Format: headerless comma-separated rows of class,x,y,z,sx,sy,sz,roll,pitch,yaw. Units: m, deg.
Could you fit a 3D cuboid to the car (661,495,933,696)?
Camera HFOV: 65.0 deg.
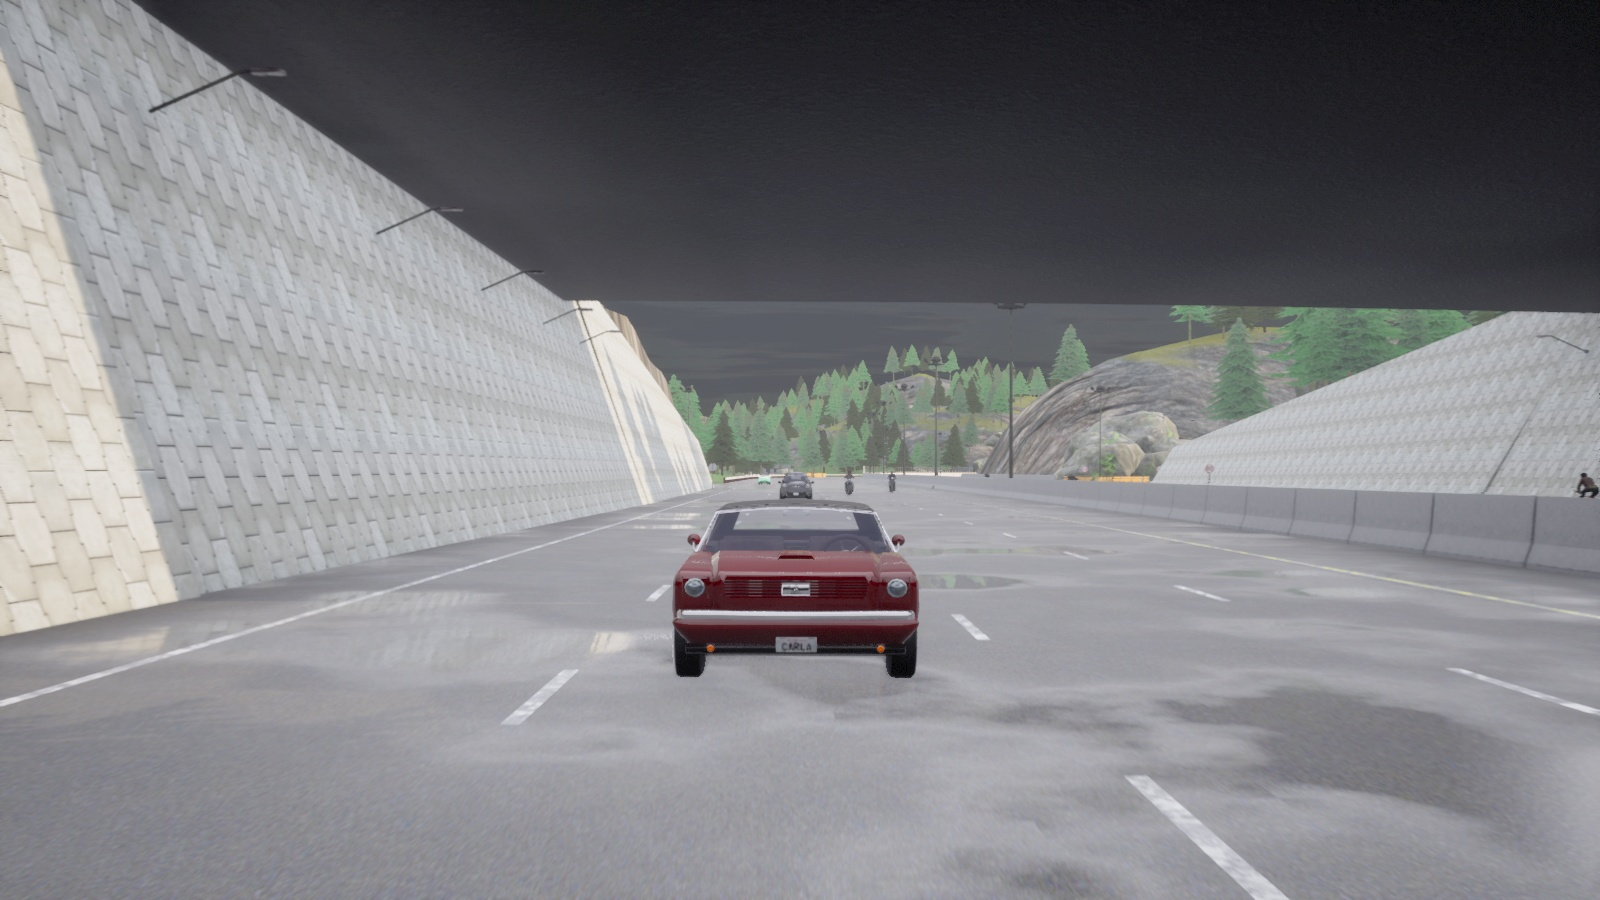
car,-0.027,1.101,11.123,1.895,1.301,4.718,0,-1,0

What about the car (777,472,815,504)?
car,-0.182,1.879,62.695,1.845,1.501,3.633,0,-1,0
